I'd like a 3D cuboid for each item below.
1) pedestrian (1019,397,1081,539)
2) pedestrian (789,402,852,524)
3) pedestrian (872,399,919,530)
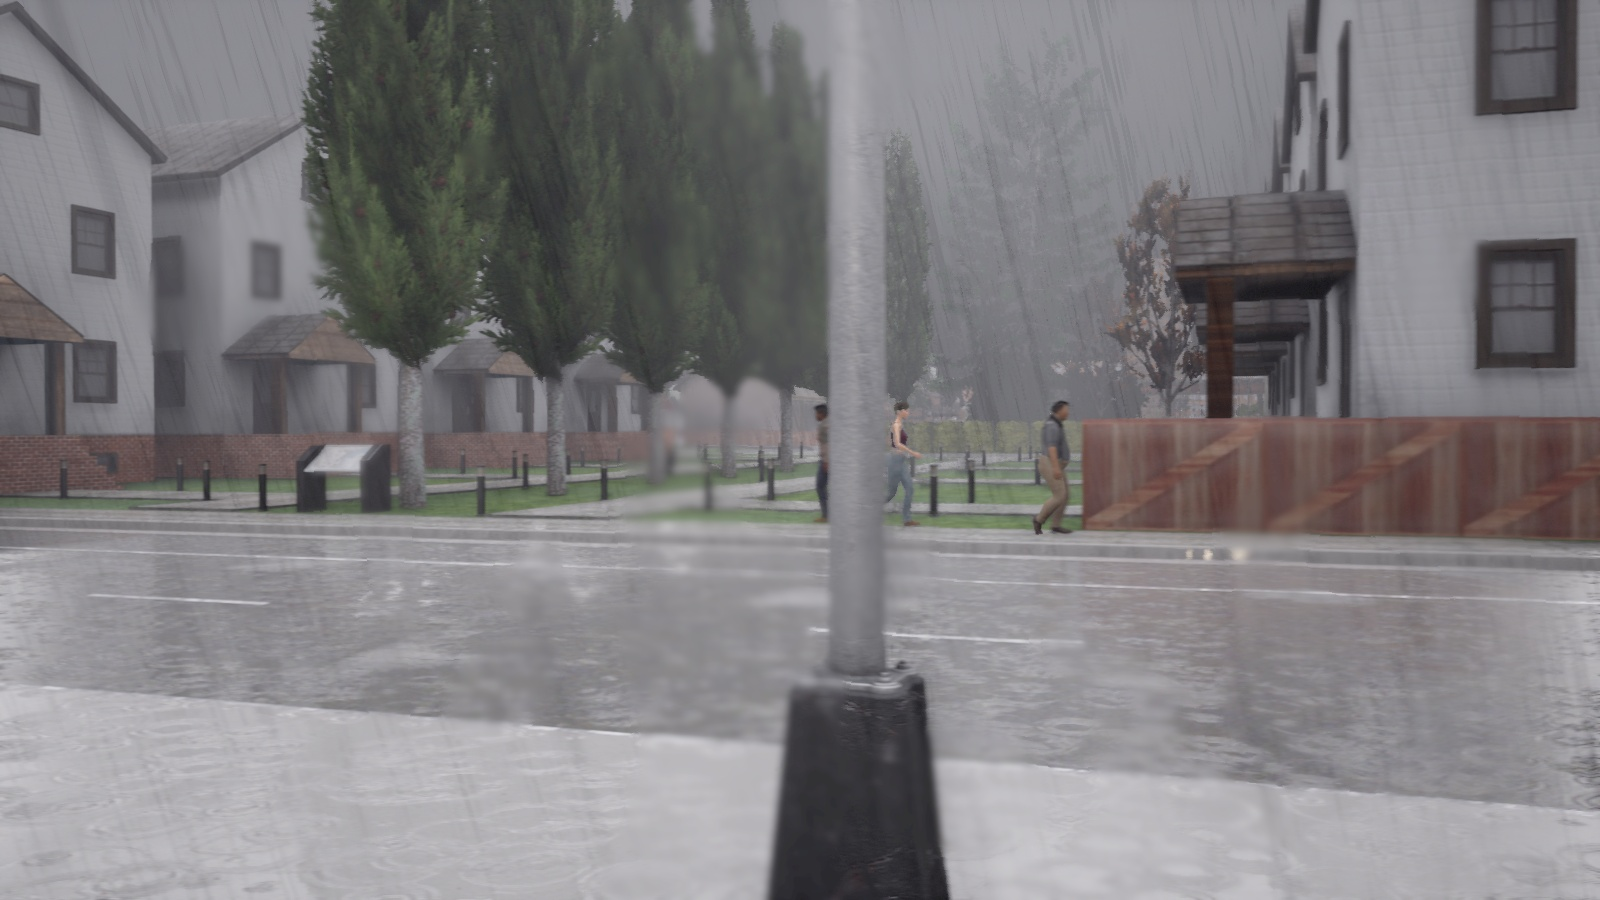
[{"bbox_3d":[3.330,0.226,16.725,0.694,1.848,0.540,1,1,26],"label":"pedestrian"},{"bbox_3d":[0.308,0.184,18.864,0.869,1.805,0.328,1,1,22],"label":"pedestrian"},{"bbox_3d":[1.356,0.199,17.852,0.594,1.836,0.345,1,1,18],"label":"pedestrian"}]
